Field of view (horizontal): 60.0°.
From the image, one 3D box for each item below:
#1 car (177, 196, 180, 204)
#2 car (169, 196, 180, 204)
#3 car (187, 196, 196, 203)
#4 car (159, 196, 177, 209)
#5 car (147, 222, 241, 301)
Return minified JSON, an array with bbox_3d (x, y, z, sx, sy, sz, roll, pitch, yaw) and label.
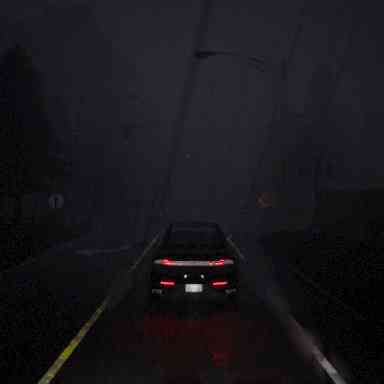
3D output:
[{"bbox_3d":[-3.581,1.519,57.315,1.882,1.535,5.008,0,0,0],"label":"car"},{"bbox_3d":[-3.523,1.554,67.601,1.837,1.490,4.892,0,0,0],"label":"car"},{"bbox_3d":[-0.005,1.542,69.577,2.128,1.511,4.902,0,0,0],"label":"car"},{"bbox_3d":[-3.594,1.582,47.348,2.033,1.411,5.357,0,0,0],"label":"car"},{"bbox_3d":[0.053,1.498,8.346,2.128,1.511,4.902,0,0,0],"label":"car"}]
